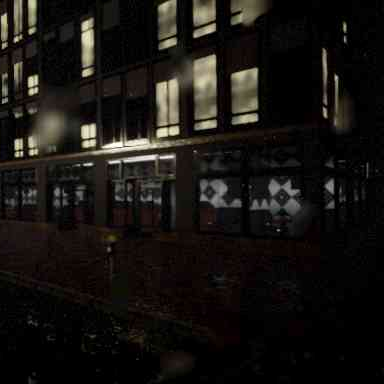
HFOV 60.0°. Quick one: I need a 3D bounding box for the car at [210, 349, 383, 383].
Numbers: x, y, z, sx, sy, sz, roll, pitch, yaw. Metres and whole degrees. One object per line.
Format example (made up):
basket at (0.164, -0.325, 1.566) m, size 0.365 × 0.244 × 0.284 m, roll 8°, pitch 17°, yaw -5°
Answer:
car at (1.928, 1.551, 1.511) m, size 4.403 × 1.369 × 2.008 m, roll 0°, pitch -1°, yaw 36°
